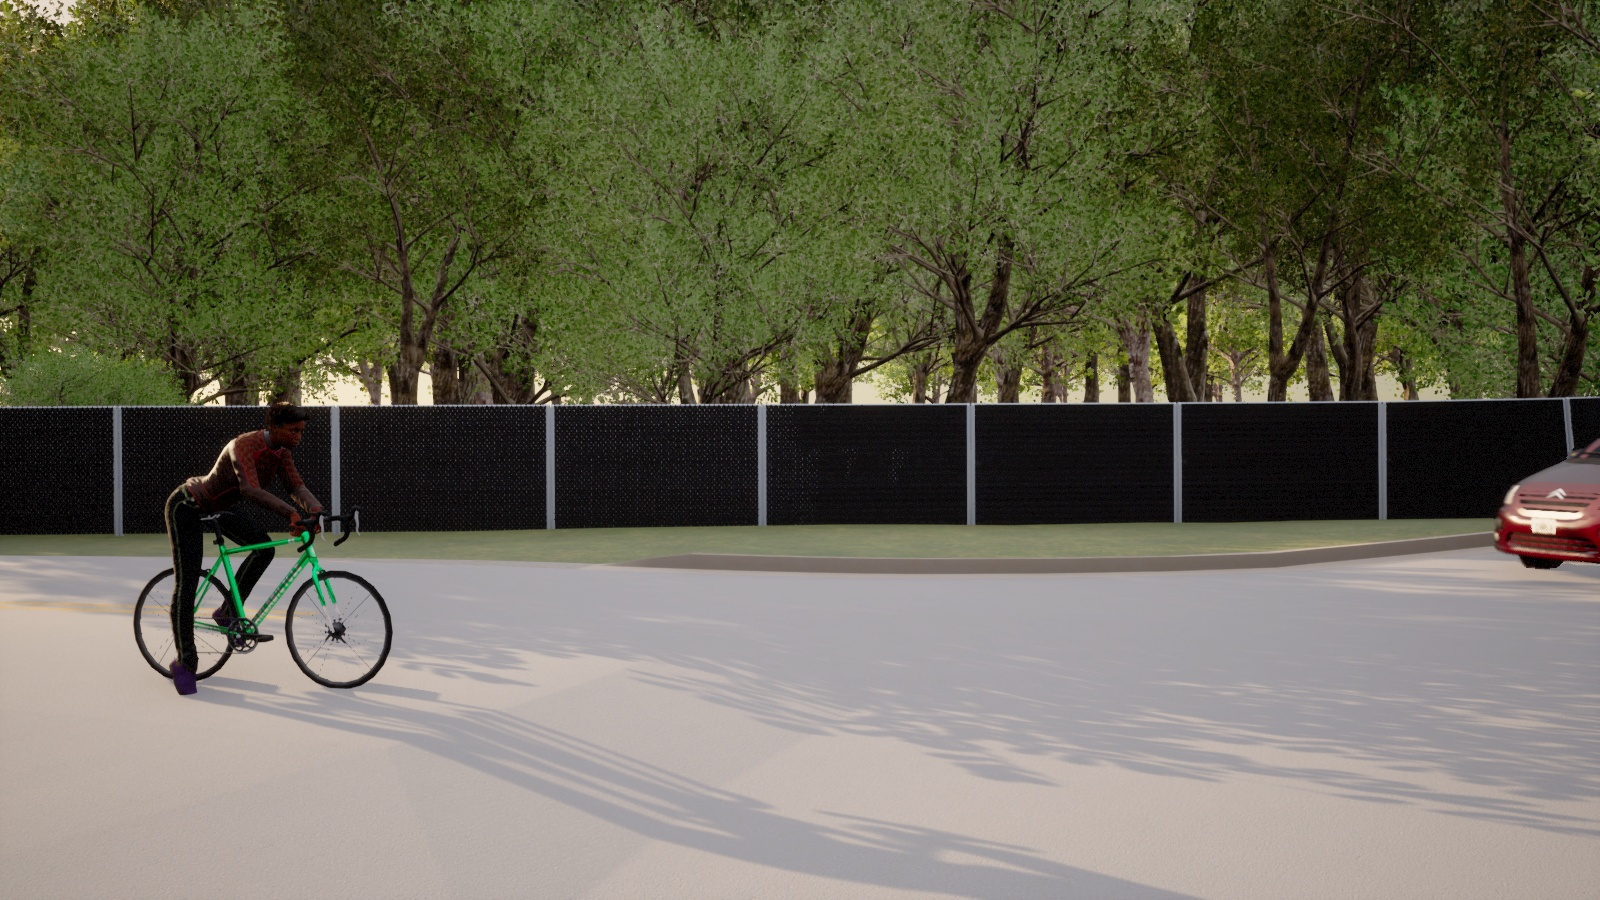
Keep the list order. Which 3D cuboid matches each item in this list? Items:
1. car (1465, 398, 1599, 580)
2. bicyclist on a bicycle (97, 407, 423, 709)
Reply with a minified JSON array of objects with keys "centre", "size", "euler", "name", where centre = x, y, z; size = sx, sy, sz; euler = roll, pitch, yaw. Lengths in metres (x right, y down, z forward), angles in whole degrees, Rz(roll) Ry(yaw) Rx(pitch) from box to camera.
[{"centre":[9.094,0.241,12.662],"size":[3.988,1.617,1.851],"euler":[-4,1,-16],"name":"car"},{"centre":[-3.066,0.575,7.173],"size":[1.656,1.620,0.582],"euler":[0,1,10],"name":"bicyclist on a bicycle"}]
